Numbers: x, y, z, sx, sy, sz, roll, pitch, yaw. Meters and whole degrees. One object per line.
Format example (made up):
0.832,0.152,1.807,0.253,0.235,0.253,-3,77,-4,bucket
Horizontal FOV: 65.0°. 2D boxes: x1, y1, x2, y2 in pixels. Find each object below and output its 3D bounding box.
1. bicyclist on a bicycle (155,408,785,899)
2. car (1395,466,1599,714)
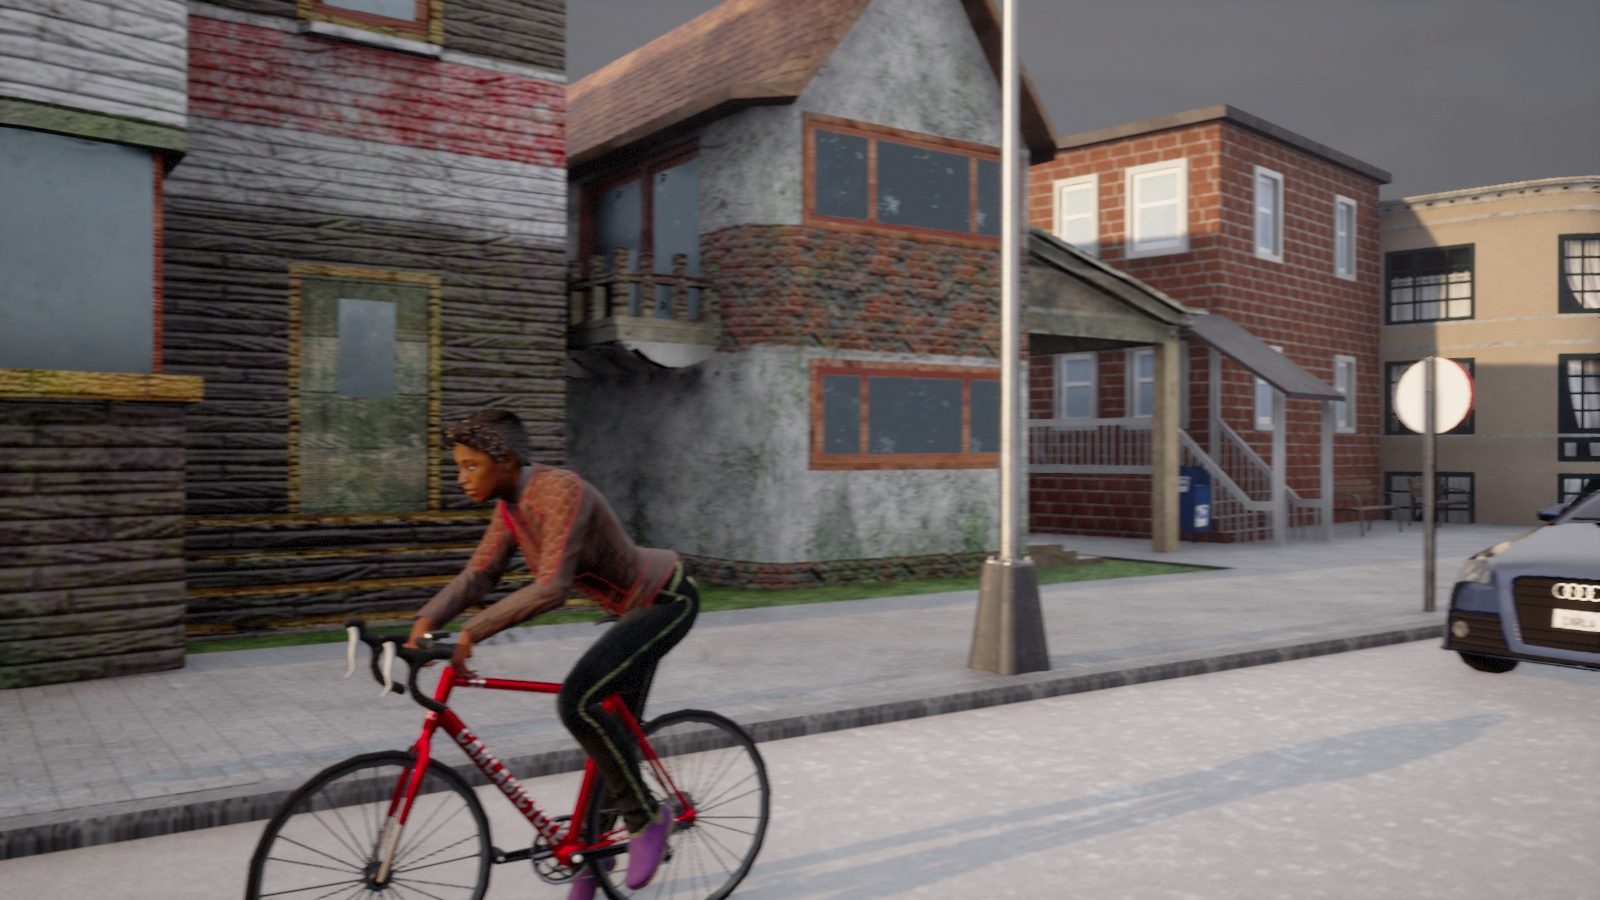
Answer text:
-0.897,0.708,3.639,1.656,1.620,0.582,0,0,-35,bicyclist on a bicycle
6.163,0.816,8.553,4.181,1.385,1.994,0,0,-35,car
